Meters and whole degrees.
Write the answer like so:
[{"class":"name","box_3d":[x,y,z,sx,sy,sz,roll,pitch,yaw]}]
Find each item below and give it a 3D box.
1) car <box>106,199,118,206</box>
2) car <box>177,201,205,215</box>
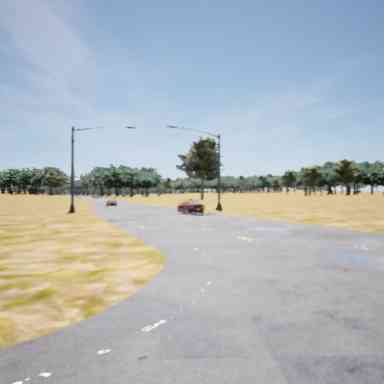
[{"class":"car","box_3d":[-14.913,1.967,62.027,1.994,1.385,4.181,0,0,-14]},{"class":"car","box_3d":[-0.197,1.753,38.523,1.882,1.535,5.008,0,-1,-21]}]
